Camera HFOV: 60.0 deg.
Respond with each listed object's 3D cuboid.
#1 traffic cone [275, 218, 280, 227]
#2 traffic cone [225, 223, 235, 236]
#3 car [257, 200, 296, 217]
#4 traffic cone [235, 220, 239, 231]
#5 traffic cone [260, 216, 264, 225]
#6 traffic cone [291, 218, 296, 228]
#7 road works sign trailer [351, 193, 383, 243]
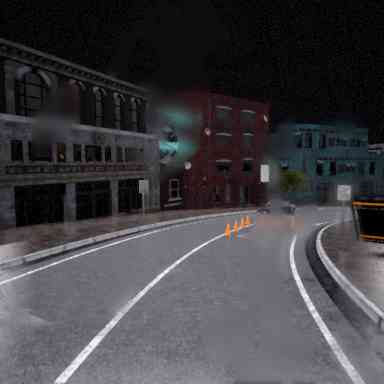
[{"bbox_3d":[5.676,1.971,22.018,0.340,0.580,0.340,2,1,18],"label":"traffic cone"},{"bbox_3d":[1.845,1.904,16.996,0.340,0.580,0.340,2,0,19],"label":"traffic cone"},{"bbox_3d":[8.188,1.491,31.759,2.033,1.411,5.357,4,2,39],"label":"car"},{"bbox_3d":[2.496,1.903,18.887,0.340,0.580,0.340,2,1,19],"label":"traffic cone"},{"bbox_3d":[4.735,1.933,22.340,0.340,0.580,0.340,2,1,19],"label":"traffic cone"},{"bbox_3d":[6.622,2.010,21.698,0.340,0.580,0.340,2,1,19],"label":"traffic cone"},{"bbox_3d":[7.117,1.155,10.557,3.560,2.380,2.880,2,45,37],"label":"road works sign trailer"}]
